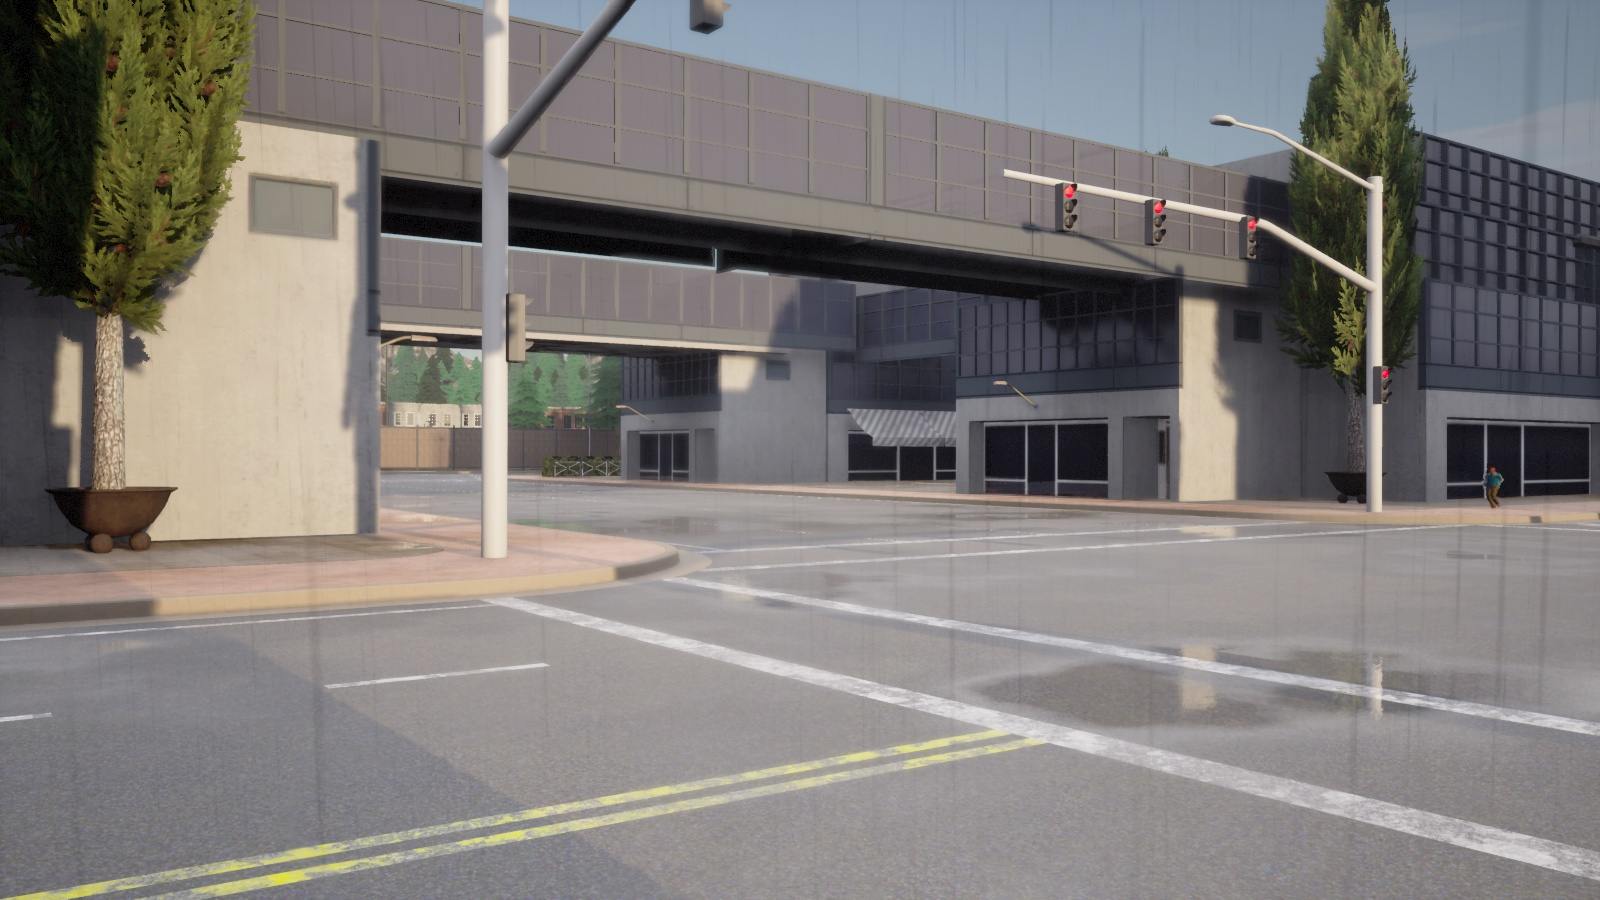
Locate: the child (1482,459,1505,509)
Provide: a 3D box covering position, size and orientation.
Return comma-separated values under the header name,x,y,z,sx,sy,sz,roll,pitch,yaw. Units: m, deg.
name,x,y,z,sx,sy,sz,roll,pitch,yaw
child,16.891,0.822,30.585,0.448,1.192,0.343,0,0,-38
